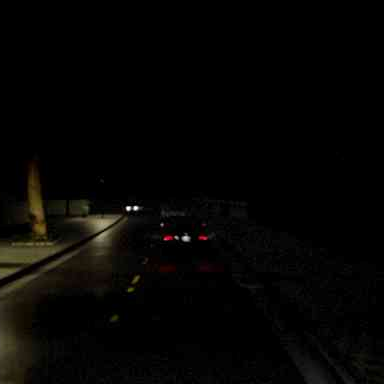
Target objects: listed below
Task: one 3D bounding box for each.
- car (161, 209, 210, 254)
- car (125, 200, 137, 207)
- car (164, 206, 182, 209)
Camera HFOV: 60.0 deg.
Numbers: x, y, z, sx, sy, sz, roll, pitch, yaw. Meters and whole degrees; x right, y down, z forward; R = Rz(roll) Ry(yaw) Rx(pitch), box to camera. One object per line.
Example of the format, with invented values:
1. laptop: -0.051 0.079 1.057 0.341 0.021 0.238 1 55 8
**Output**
1. car: -0.353 1.690 14.087 2.033 1.411 5.357 0 -1 -3
2. car: -12.347 2.299 67.325 1.895 1.301 4.718 0 -1 -16
3. car: -1.686 1.898 29.237 1.895 1.301 4.718 0 -1 -7
